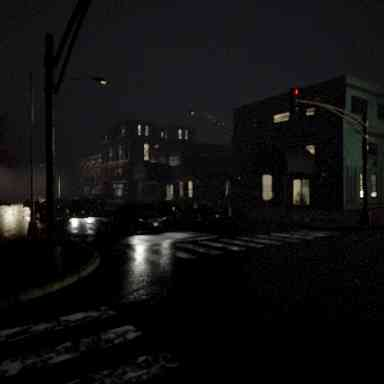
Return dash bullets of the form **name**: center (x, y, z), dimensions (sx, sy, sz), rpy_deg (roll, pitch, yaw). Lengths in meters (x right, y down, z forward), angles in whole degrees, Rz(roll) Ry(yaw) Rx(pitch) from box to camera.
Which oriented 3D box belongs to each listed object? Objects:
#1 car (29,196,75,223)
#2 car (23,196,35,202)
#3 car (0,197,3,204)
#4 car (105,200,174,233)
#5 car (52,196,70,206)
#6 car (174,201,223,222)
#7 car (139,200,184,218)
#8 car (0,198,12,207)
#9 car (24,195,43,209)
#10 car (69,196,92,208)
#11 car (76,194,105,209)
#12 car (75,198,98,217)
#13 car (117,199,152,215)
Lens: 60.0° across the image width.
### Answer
- **car**: center (-10.389, 1.357, 24.561), dimensions (1.967, 1.590, 4.097), rpy_deg (-1, 0, -35)
- **car**: center (-41.345, 1.693, 84.156), dimensions (2.008, 1.369, 4.403), rpy_deg (-1, 0, -35)
- **car**: center (-38.743, 1.705, 65.693), dimensions (1.947, 1.339, 4.313), rpy_deg (-1, 0, -35)
- **car**: center (-3.129, 1.381, 18.910), dimensions (1.812, 1.442, 4.674), rpy_deg (-1, 0, -33)
- **car**: center (-22.372, 1.431, 56.783), dimensions (1.967, 1.590, 4.097), rpy_deg (-1, 0, -35)
- **car**: center (0.438, 1.364, 24.109), dimensions (2.008, 1.369, 4.403), rpy_deg (-1, 0, -35)
- **car**: center (-2.685, 1.403, 28.614), dimensions (1.947, 1.339, 4.313), rpy_deg (-1, 0, -35)
- **car**: center (-29.160, 1.589, 51.867), dimensions (1.752, 1.417, 4.829), rpy_deg (-1, 0, -35)
- **car**: center (-22.138, 1.495, 46.442), dimensions (2.128, 1.511, 4.902), rpy_deg (-1, 0, -34)
- **car**: center (-16.006, 1.381, 47.689), dimensions (1.967, 1.590, 4.097), rpy_deg (-1, 0, -35)
- **car**: center (-12.818, 1.231, 43.145), dimensions (2.192, 1.841, 5.009), rpy_deg (-1, 0, -35)
- **car**: center (-10.056, 1.471, 28.868), dimensions (1.994, 1.385, 4.181), rpy_deg (-1, 0, -35)
- **car**: center (-5.807, 1.443, 33.118), dimensions (1.802, 1.307, 4.206), rpy_deg (-1, 0, -35)
